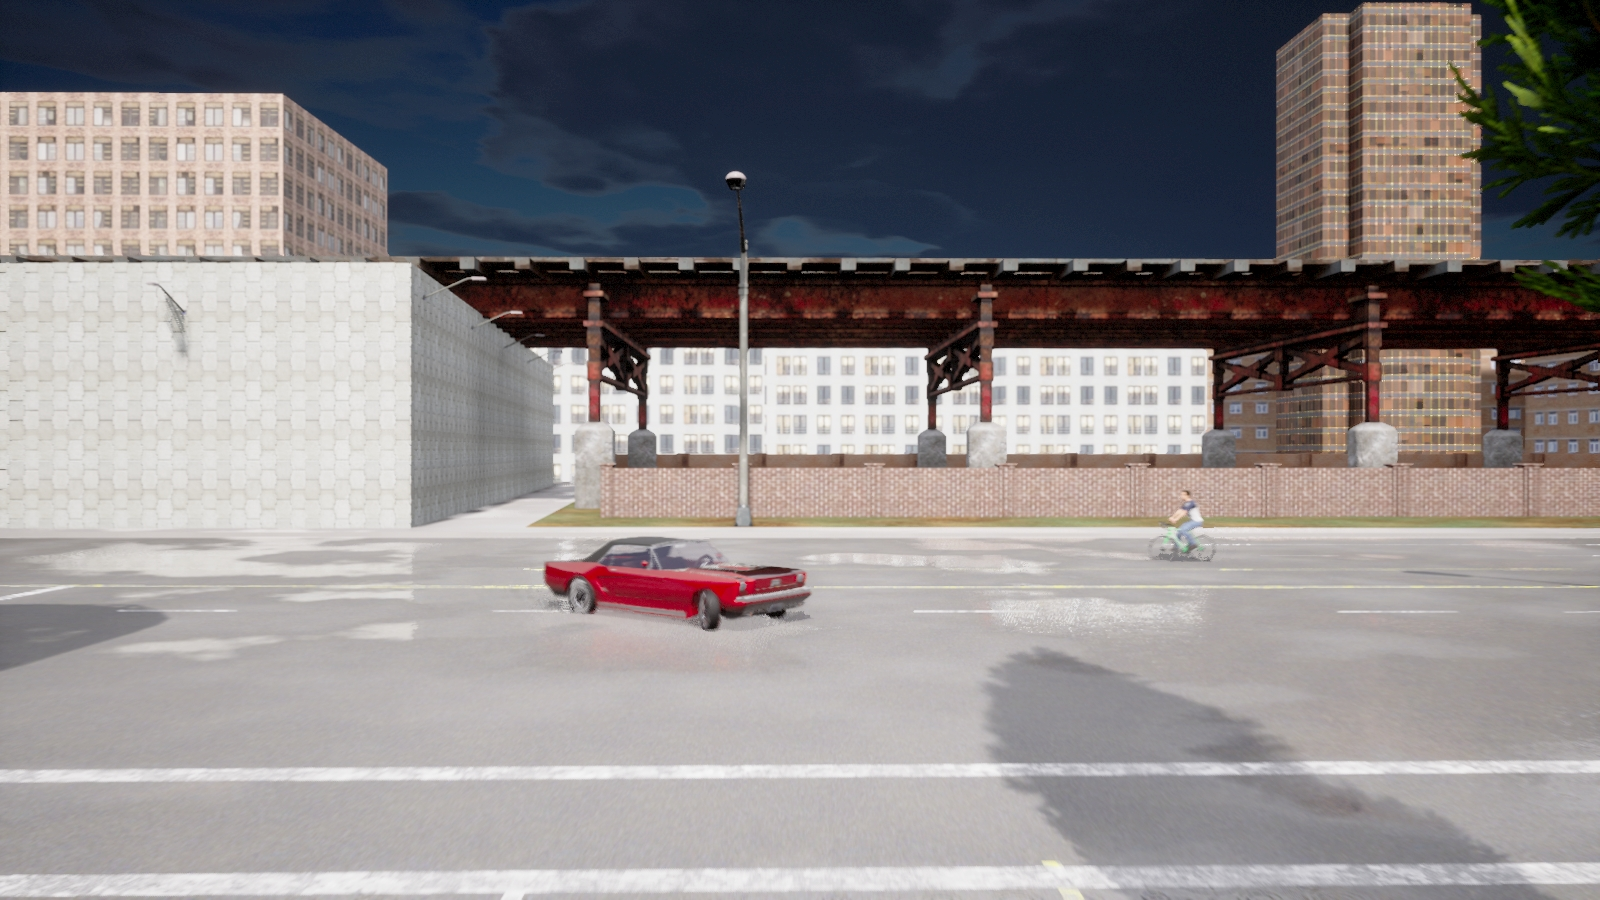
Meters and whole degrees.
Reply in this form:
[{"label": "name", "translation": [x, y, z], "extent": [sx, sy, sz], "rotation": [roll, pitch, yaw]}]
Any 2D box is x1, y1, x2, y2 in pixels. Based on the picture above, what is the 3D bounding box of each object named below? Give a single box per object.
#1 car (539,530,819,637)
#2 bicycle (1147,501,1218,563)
[{"label": "car", "translation": [-2.136, 2.155, 19.307], "extent": [4.718, 1.301, 1.895], "rotation": [0, 0, 38]}, {"label": "bicycle", "translation": [9.516, 2.043, 28.461], "extent": [1.643, 1.521, 0.373], "rotation": [0, 0, 1]}]
